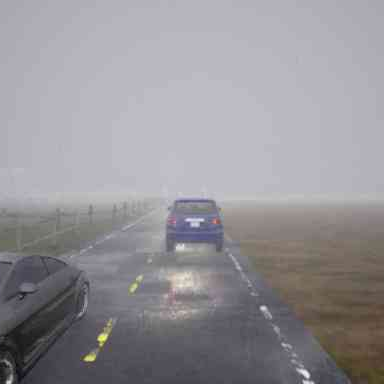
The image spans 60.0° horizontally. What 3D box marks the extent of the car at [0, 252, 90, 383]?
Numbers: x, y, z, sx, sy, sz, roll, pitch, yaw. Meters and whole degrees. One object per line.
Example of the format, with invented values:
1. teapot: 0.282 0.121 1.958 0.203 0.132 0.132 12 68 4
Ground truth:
1. car: -2.847 1.561 4.428 1.994 1.385 4.181 0 0 0

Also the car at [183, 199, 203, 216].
1. car: 0.108 1.513 33.526 1.812 1.442 4.674 0 0 0

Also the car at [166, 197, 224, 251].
1. car: 0.103 1.212 14.152 2.150 2.045 5.566 0 0 0
